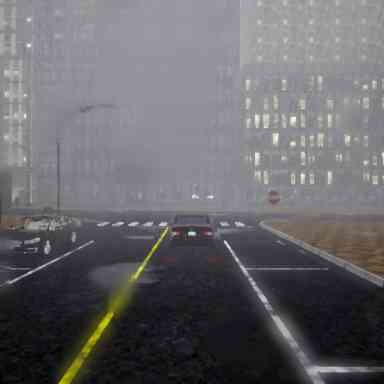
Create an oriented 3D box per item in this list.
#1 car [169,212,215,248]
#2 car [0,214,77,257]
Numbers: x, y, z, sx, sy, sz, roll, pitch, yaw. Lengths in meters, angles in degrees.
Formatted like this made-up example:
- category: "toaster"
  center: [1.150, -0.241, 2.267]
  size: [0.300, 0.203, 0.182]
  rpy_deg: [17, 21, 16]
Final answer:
- category: "car"
  center: [0.001, 1.566, 14.649]
  size: [2.033, 1.411, 5.357]
  rpy_deg: [0, 0, 0]
- category: "car"
  center: [-5.811, 1.553, 12.832]
  size: [2.008, 1.369, 4.403]
  rpy_deg: [1, 0, 0]
